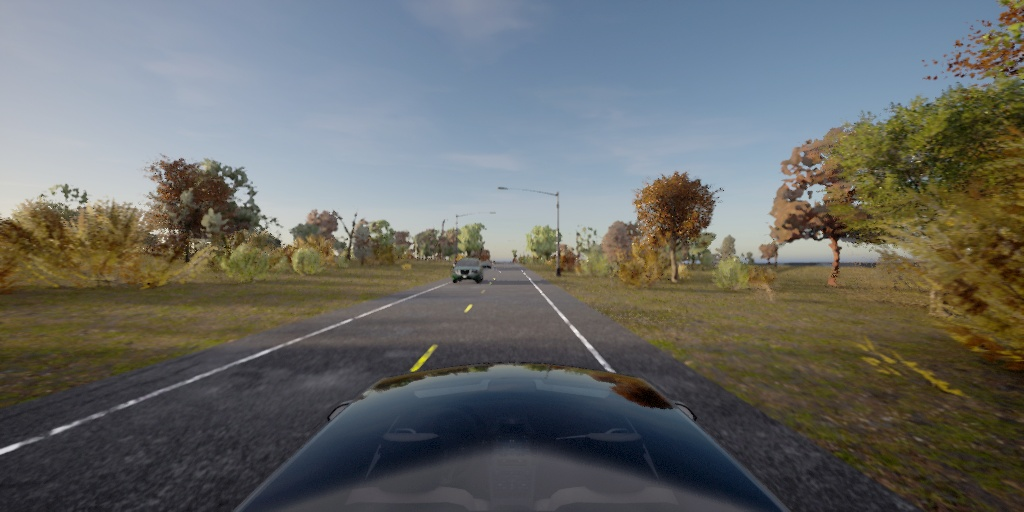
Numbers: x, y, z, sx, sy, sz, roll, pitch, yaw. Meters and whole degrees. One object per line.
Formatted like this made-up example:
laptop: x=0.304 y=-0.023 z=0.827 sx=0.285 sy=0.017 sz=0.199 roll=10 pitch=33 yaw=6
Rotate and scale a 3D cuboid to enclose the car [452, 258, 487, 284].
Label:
car: x=-3.605 y=1.216 z=30.052 sx=2.150 sy=2.045 sz=5.566 roll=0 pitch=0 yaw=0
